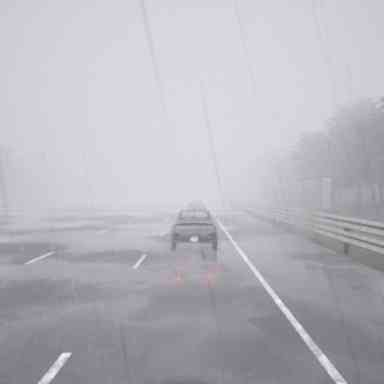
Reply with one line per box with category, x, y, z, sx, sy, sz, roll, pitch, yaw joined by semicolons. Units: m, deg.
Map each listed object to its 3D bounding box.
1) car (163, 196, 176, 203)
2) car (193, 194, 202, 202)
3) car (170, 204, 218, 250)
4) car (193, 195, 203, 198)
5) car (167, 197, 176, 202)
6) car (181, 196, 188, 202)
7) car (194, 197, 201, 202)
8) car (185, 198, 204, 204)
car;-5.658;1.653;80.081;2.097;1.767;4.553;0;0;1
car;1.550;1.529;88.688;2.150;2.045;5.566;0;0;2
car;0.114;1.501;14.421;2.128;1.511;4.902;0;0;1
car;0.940;1.743;58.884;2.033;1.411;5.357;0;0;1
car;-5.447;1.890;88.891;1.895;1.301;4.718;0;0;2
car;-1.948;1.890;88.813;2.033;1.411;5.357;0;0;2
car;1.496;1.938;86.805;1.895;1.301;4.718;0;0;2
car;0.507;1.678;36.223;1.895;1.301;4.718;0;0;1
